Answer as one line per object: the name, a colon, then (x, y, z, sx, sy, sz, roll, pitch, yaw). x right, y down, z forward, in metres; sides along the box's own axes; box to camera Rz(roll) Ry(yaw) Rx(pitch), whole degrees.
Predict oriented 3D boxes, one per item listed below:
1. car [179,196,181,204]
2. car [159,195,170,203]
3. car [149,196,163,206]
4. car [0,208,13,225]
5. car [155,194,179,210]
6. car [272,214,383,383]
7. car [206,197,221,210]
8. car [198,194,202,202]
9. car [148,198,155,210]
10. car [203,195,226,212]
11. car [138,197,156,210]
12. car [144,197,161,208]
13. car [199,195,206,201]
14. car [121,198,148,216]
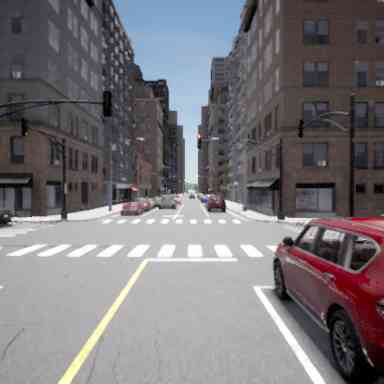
car: (-3.039, 1.293, 59.567, 2.097, 1.767, 4.553, 0, 0, 1)
car: (-5.771, 1.380, 70.828, 1.967, 1.590, 4.097, -1, 0, 0)
car: (-5.770, 1.468, 54.142, 1.752, 1.417, 4.829, -1, 0, 0)
car: (-13.430, 1.433, 20.483, 4.181, 1.385, 1.994, 0, 1, 0)
car: (-3.084, 1.301, 42.405, 2.097, 1.767, 4.553, 0, 0, 0)
car: (2.751, 1.308, 5.353, 2.192, 1.841, 5.009, -1, 0, 0)
car: (2.755, 1.474, 43.473, 1.752, 1.417, 4.829, -1, 0, 0)
car: (2.755, 1.491, 65.322, 2.008, 1.369, 4.403, -1, 0, 0)
car: (-5.772, 1.392, 37.797, 1.967, 1.590, 4.097, -1, 0, 0)
car: (2.752, 1.268, 37.797, 2.192, 1.841, 5.009, -1, 0, 0)
car: (-5.770, 1.474, 43.131, 1.752, 1.417, 4.829, -1, 0, 0)
car: (-5.770, 1.511, 48.806, 1.947, 1.339, 4.313, -1, 0, 0)
car: (2.756, 1.489, 87.343, 1.887, 1.381, 4.507, -1, 0, 0)
car: (-5.770, 1.540, 32.292, 1.802, 1.307, 4.206, -1, 0, 0)
